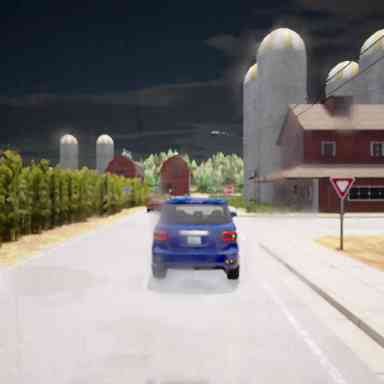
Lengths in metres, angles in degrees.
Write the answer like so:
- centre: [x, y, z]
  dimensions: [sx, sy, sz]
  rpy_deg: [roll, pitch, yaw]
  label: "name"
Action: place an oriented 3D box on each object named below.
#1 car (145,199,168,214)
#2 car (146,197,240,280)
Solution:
- centre: [-3.579, 1.433, 34.592]
  dimensions: [1.895, 1.301, 4.718]
  rpy_deg: [0, 0, 0]
  label: "car"
- centre: [0.198, 1.168, 9.985]
  dimensions: [2.150, 2.045, 5.566]
  rpy_deg: [0, 0, 3]
  label: "car"
